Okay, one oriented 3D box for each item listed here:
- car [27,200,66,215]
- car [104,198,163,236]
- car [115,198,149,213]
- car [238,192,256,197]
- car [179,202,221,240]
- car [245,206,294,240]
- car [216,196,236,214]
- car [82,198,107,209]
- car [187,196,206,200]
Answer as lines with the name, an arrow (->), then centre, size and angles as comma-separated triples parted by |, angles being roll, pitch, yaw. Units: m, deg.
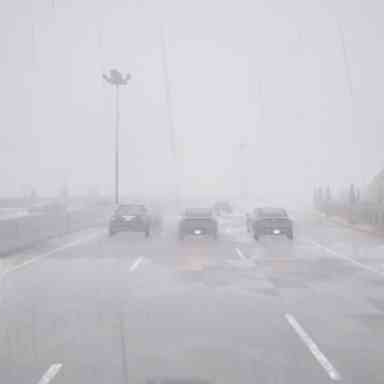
car -> -14.892, 1.532, 34.343 | 1.812, 1.442, 4.674 | 0, 0, 12
car -> -2.964, 1.356, 18.483 | 2.097, 1.767, 4.553 | 0, 0, 4
car -> -6.773, 1.484, 38.068 | 1.882, 1.535, 5.008 | 0, 0, 16
car -> 12.494, 0.964, 75.329 | 2.150, 2.045, 5.566 | 0, 0, 40
car -> 0.415, 1.508, 17.088 | 1.837, 1.490, 4.892 | 0, 0, 4
car -> 3.918, 1.508, 17.154 | 1.837, 1.490, 4.892 | 0, 0, 4
car -> 3.426, 1.511, 34.972 | 1.837, 1.490, 4.892 | 0, 0, 15
car -> -10.492, 1.513, 37.678 | 1.837, 1.490, 4.892 | 0, 0, 15
car -> 1.125, 1.538, 71.797 | 2.033, 1.411, 5.357 | 0, 0, 34
